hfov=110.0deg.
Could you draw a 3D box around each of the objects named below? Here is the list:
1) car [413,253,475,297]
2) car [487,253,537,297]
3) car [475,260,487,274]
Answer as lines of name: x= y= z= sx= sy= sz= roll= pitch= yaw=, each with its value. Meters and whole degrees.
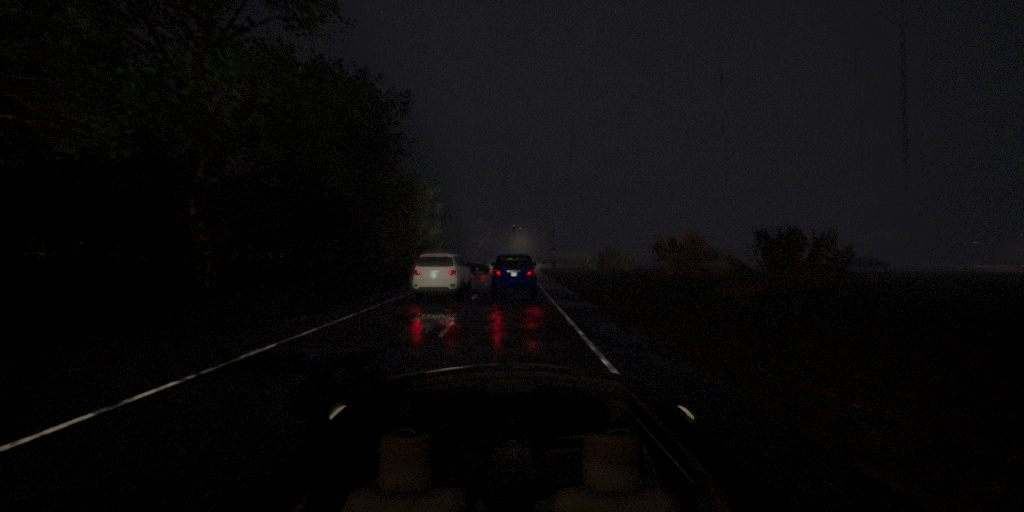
car: x=-3.413 y=0.888 z=18.339 sx=2.150 sy=2.045 sz=5.566 roll=0 pitch=0 yaw=0
car: x=0.088 y=0.889 z=18.367 sx=2.150 sy=2.045 sz=5.566 roll=0 pitch=0 yaw=0
car: x=-3.412 y=1.091 z=37.867 sx=1.812 sy=1.442 sz=4.674 roll=0 pitch=0 yaw=0
